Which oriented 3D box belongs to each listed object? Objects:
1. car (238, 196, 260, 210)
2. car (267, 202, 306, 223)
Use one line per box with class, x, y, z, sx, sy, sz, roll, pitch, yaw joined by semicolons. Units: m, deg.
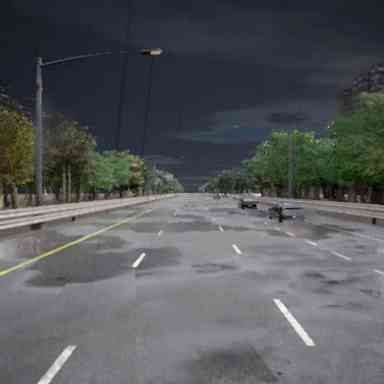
car;7.101;1.504;43.062;1.882;1.535;5.008;0;0;0
car;7.038;1.497;25.200;2.128;1.511;4.902;0;0;0
